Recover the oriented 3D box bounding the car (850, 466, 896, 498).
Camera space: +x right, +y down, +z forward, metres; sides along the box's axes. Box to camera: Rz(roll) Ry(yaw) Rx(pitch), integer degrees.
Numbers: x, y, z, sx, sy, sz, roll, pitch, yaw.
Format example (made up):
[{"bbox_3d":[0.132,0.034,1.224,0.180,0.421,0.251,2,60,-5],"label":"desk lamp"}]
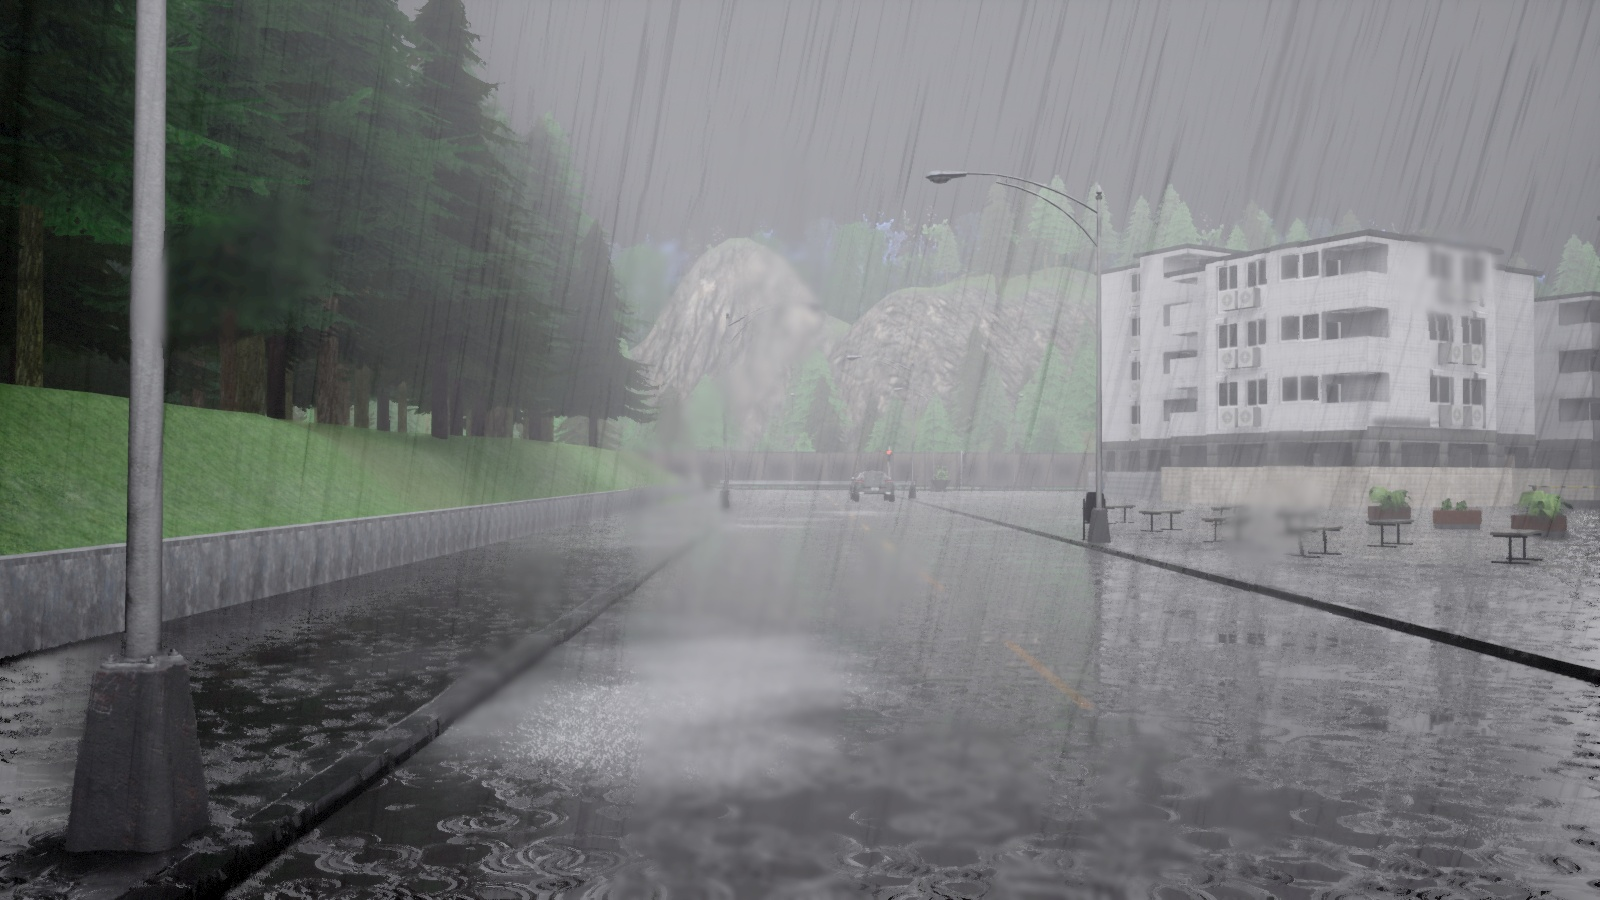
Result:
[{"bbox_3d":[3.849,1.701,67.044,2.152,1.651,5.027,0,-1,0],"label":"car"}]
